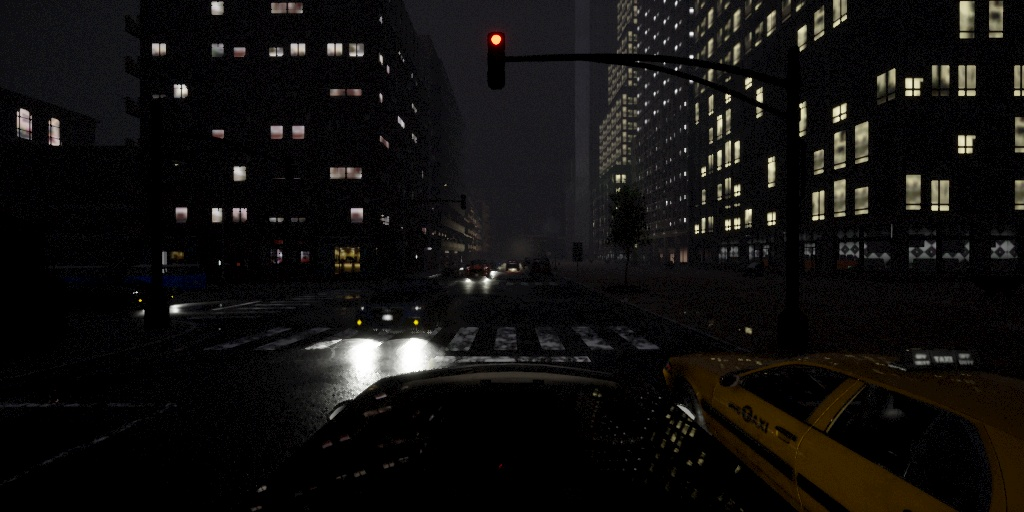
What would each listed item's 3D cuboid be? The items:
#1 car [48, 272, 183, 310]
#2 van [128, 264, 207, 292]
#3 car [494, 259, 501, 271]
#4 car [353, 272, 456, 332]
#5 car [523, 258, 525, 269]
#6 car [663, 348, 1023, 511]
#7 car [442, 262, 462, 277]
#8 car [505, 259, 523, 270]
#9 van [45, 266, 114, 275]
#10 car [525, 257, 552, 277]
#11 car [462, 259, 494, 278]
[{"bbox_3d":[-17.602,1.583,15.765,4.181,1.385,1.994,-1,0,-1],"label":"car"},{"bbox_3d":[-20.767,1.390,21.530,3.998,1.789,1.690,0,0,-1],"label":"van"},{"bbox_3d":[-3.095,1.266,49.861,2.128,1.511,4.902,0,0,0],"label":"car"},{"bbox_3d":[-3.106,1.359,10.934,1.994,1.385,4.181,0,0,0],"label":"car"},{"bbox_3d":[2.689,1.098,56.875,2.192,1.841,5.009,0,0,0],"label":"car"},{"bbox_3d":[2.689,1.275,2.527,1.751,1.417,4.829,0,0,0],"label":"car"},{"bbox_3d":[-5.691,1.309,34.770,2.007,1.370,4.403,0,0,0],"label":"car"},{"bbox_3d":[0.100,1.268,52.001,2.128,1.511,4.902,0,0,0],"label":"car"},{"bbox_3d":[-26.305,1.481,21.479,3.998,1.789,1.690,0,0,-1],"label":"van"},{"bbox_3d":[2.689,1.074,34.770,2.192,1.841,5.009,0,0,0],"label":"car"},{"bbox_3d":[-3.100,1.111,33.680,2.097,1.767,4.553,0,0,0],"label":"car"}]
